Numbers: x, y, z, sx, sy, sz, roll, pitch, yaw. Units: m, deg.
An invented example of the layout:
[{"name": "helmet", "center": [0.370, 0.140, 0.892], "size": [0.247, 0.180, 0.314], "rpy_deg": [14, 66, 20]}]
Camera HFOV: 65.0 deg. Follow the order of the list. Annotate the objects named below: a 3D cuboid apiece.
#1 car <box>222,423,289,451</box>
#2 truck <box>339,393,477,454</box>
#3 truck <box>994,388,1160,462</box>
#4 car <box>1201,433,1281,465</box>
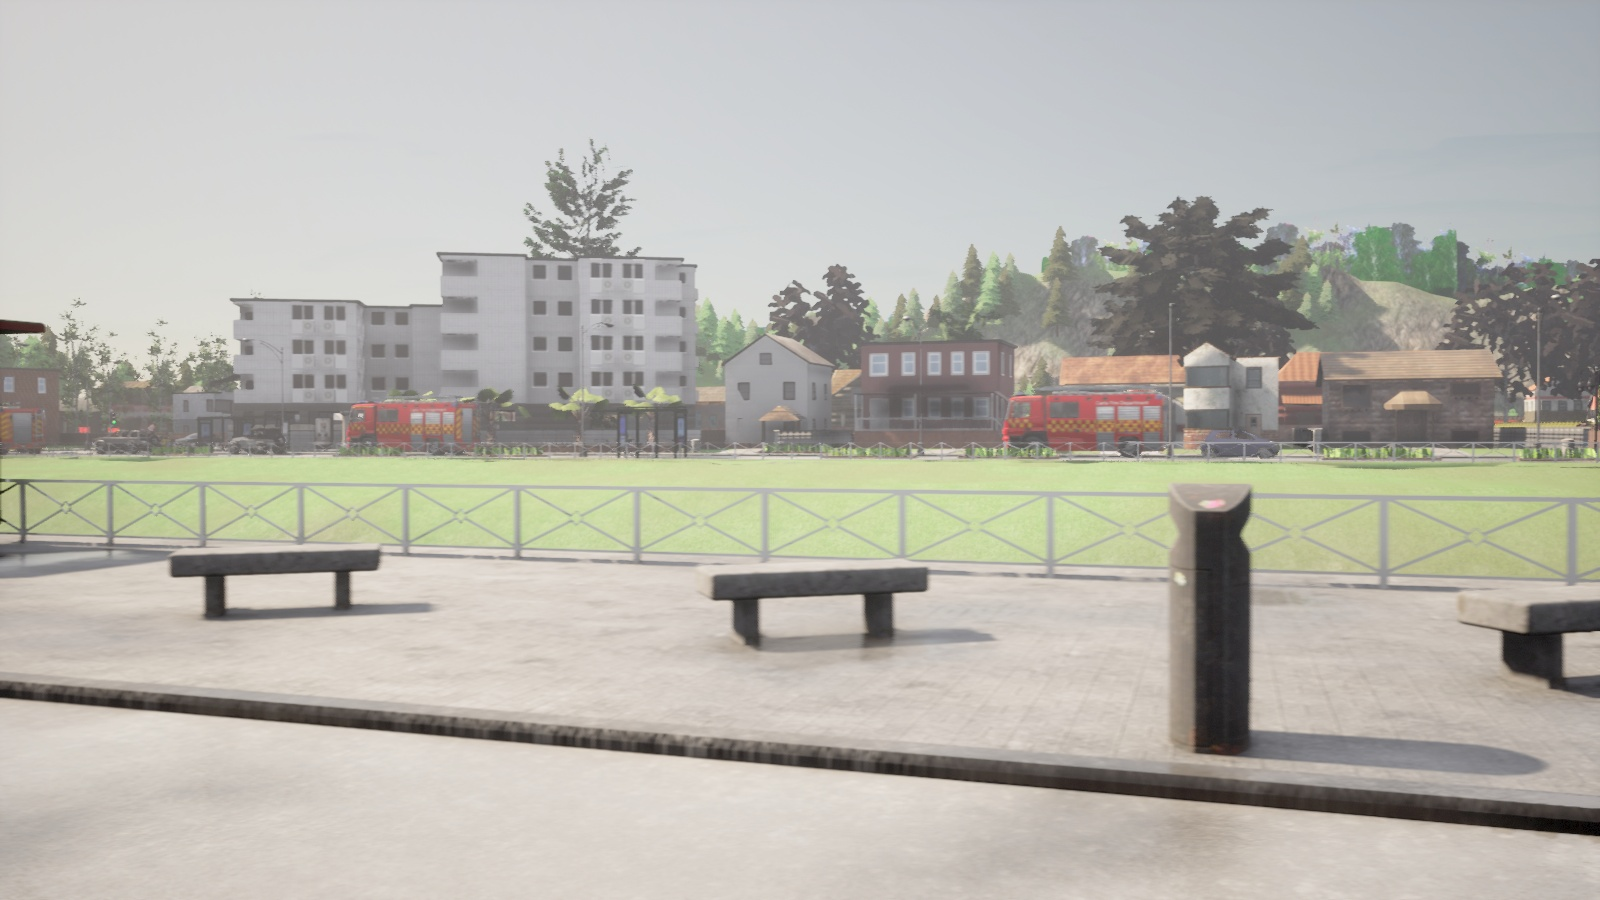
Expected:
[{"name": "car", "center": [-37.074, -0.886, 85.512], "size": [3.866, 1.878, 1.905], "rpy_deg": [1, 1, 19]}, {"name": "truck", "center": [-25.441, -1.740, 81.582], "size": [8.468, 3.827, 2.891], "rpy_deg": [1, 1, 19]}, {"name": "truck", "center": [14.986, -1.370, 67.972], "size": [8.468, 3.827, 2.891], "rpy_deg": [1, 1, 19]}, {"name": "car", "center": [21.584, -0.064, 61.547], "size": [3.633, 1.501, 1.845], "rpy_deg": [1, 1, 19]}]
